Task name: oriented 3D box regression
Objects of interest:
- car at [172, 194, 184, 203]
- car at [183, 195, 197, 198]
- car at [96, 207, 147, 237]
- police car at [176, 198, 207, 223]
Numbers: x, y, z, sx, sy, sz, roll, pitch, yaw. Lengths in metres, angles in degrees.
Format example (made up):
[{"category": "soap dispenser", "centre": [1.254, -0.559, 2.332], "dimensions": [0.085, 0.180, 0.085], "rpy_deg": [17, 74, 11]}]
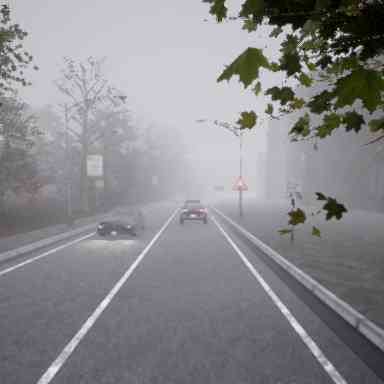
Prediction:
[{"category": "car", "centre": [-2.339, 1.140, 61.140], "dimensions": [2.097, 1.767, 4.553], "rpy_deg": [1, 1, 8]}, {"category": "car", "centre": [0.123, 1.398, 43.119], "dimensions": [1.882, 1.535, 5.008], "rpy_deg": [0, 0, 1]}, {"category": "car", "centre": [-3.603, 1.515, 18.022], "dimensions": [2.033, 1.411, 5.357], "rpy_deg": [0, 0, 0]}, {"category": "police car", "centre": [0.095, 1.458, 25.099], "dimensions": [2.038, 1.542, 4.974], "rpy_deg": [0, 0, 0]}]
